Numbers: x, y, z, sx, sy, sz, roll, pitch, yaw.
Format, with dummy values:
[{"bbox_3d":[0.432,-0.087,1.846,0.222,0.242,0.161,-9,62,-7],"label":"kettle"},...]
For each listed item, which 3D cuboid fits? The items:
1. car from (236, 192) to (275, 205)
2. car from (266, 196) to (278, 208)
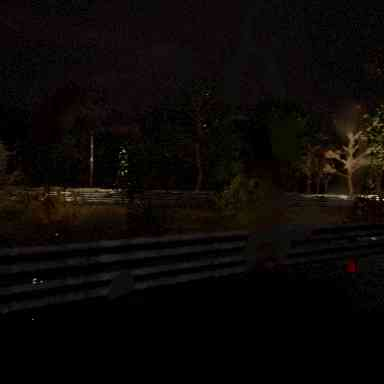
[{"bbox_3d":[8.390,0.801,44.440,4.902,1.511,2.128,1,1,8],"label":"car"},{"bbox_3d":[7.349,0.963,37.520,4.892,1.490,1.837,1,1,8],"label":"car"}]
